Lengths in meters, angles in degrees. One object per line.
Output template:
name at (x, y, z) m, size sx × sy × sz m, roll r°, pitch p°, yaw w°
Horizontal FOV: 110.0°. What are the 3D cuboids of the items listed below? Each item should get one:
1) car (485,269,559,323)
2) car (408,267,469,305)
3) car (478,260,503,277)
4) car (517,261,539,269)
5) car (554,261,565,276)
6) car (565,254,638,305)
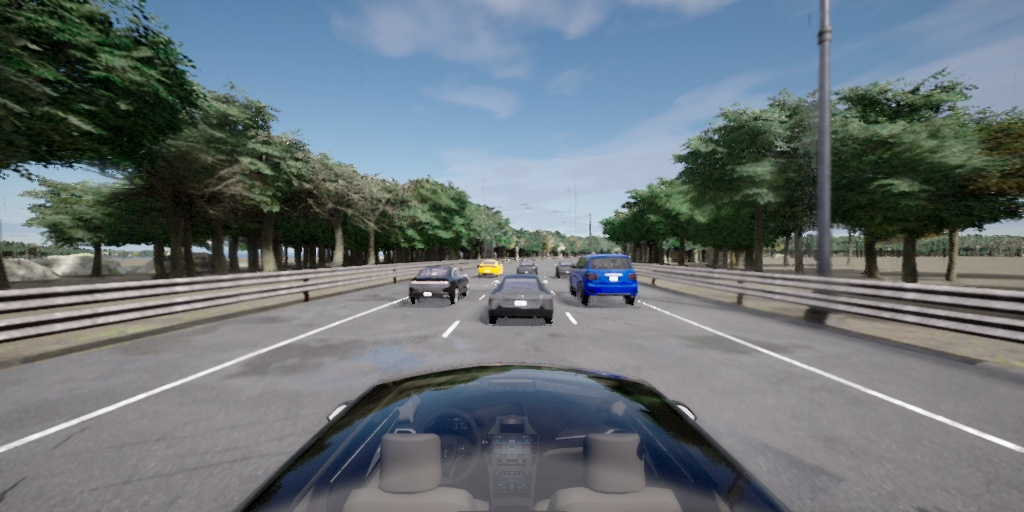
car at (0.300, 1.295, 12.111) m, size 1.994 × 1.385 × 4.181 m, roll 0°, pitch 0°, yaw 2°
car at (-3.080, 1.212, 15.860) m, size 2.128 × 1.511 × 4.902 m, roll 0°, pitch 0°, yaw 2°
car at (-1.979, 1.161, 34.172) m, size 1.882 × 1.535 × 5.008 m, roll 0°, pitch 0°, yaw 5°
car at (1.444, 1.182, 33.052) m, size 2.128 × 1.511 × 4.902 m, roll 0°, pitch 0°, yaw 5°
car at (4.963, 1.186, 33.155) m, size 2.128 × 1.511 × 4.902 m, roll 0°, pitch 0°, yaw 5°
car at (3.927, 0.949, 16.181) m, size 2.150 × 2.045 × 5.566 m, roll 0°, pitch 0°, yaw 2°
